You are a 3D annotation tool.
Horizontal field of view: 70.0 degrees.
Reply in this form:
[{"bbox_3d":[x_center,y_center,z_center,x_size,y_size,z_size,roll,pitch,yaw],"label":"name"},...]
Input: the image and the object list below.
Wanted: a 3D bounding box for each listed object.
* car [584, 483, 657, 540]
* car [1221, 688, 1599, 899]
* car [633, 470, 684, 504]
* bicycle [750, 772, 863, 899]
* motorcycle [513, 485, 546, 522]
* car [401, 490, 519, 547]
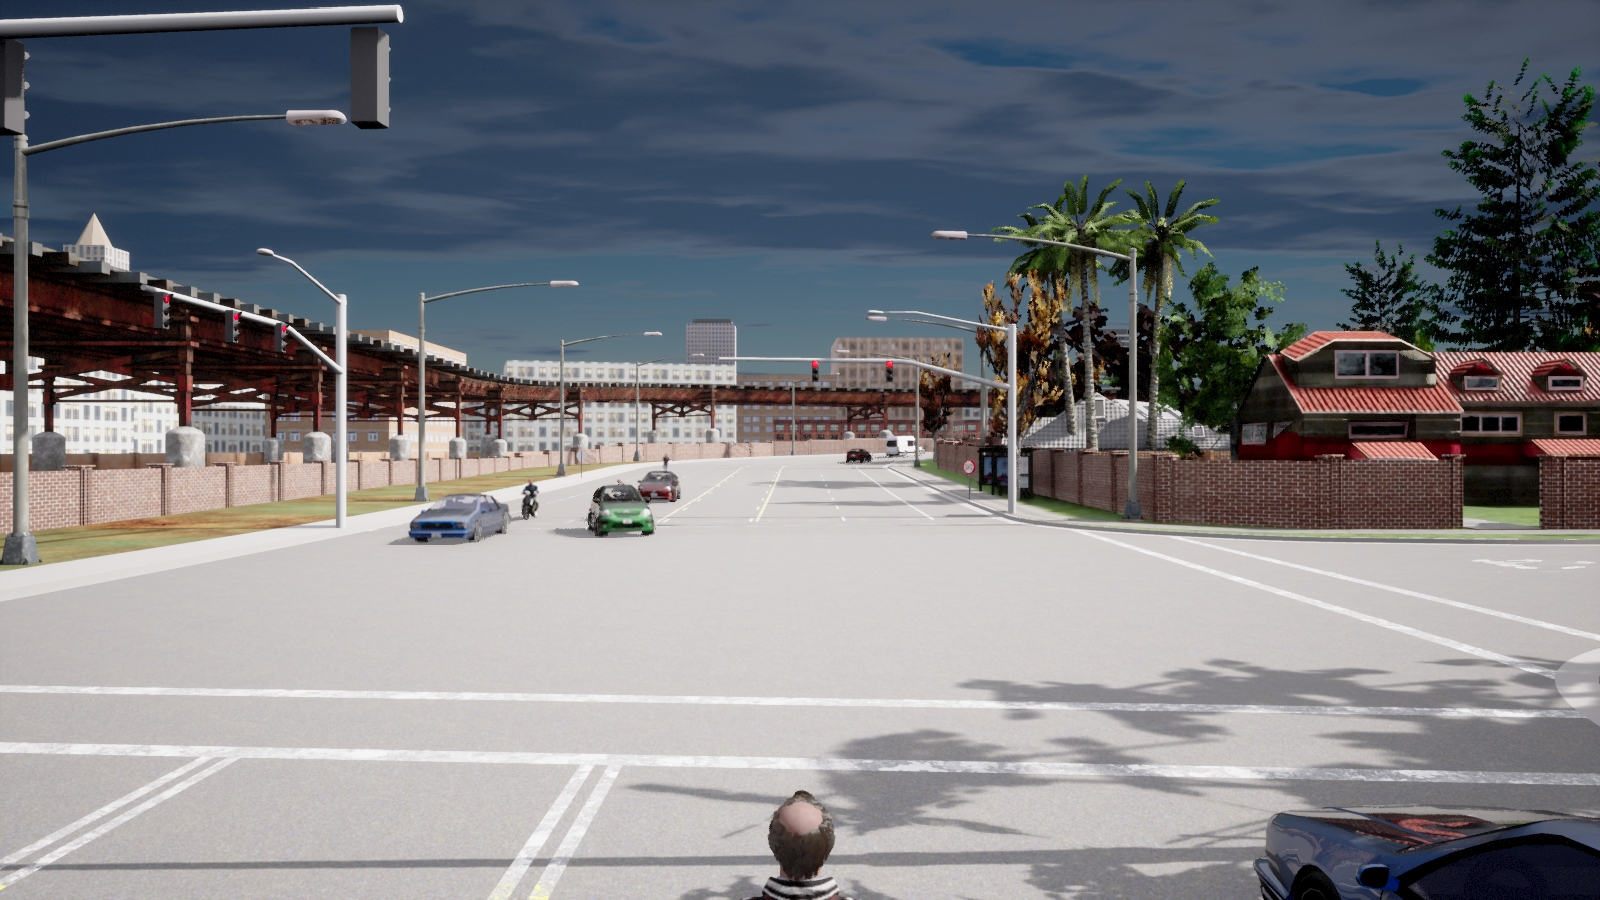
[{"bbox_3d":[-5.952,1.966,37.589,1.851,1.617,3.988,0,0,-17],"label":"car"},{"bbox_3d":[3.467,2.106,4.038,2.033,1.411,5.357,0,0,1],"label":"car"},{"bbox_3d":[-7.040,1.830,57.225,2.007,1.525,4.514,0,1,0],"label":"car"},{"bbox_3d":[0.019,2.048,3.681,0.329,1.496,1.835,0,0,0],"label":"bicycle"},{"bbox_3d":[-10.528,2.057,44.575,0.856,1.341,1.805,0,0,0],"label":"motorcycle"},{"bbox_3d":[-10.511,2.080,35.790,2.033,1.411,5.357,0,0,1],"label":"car"}]
